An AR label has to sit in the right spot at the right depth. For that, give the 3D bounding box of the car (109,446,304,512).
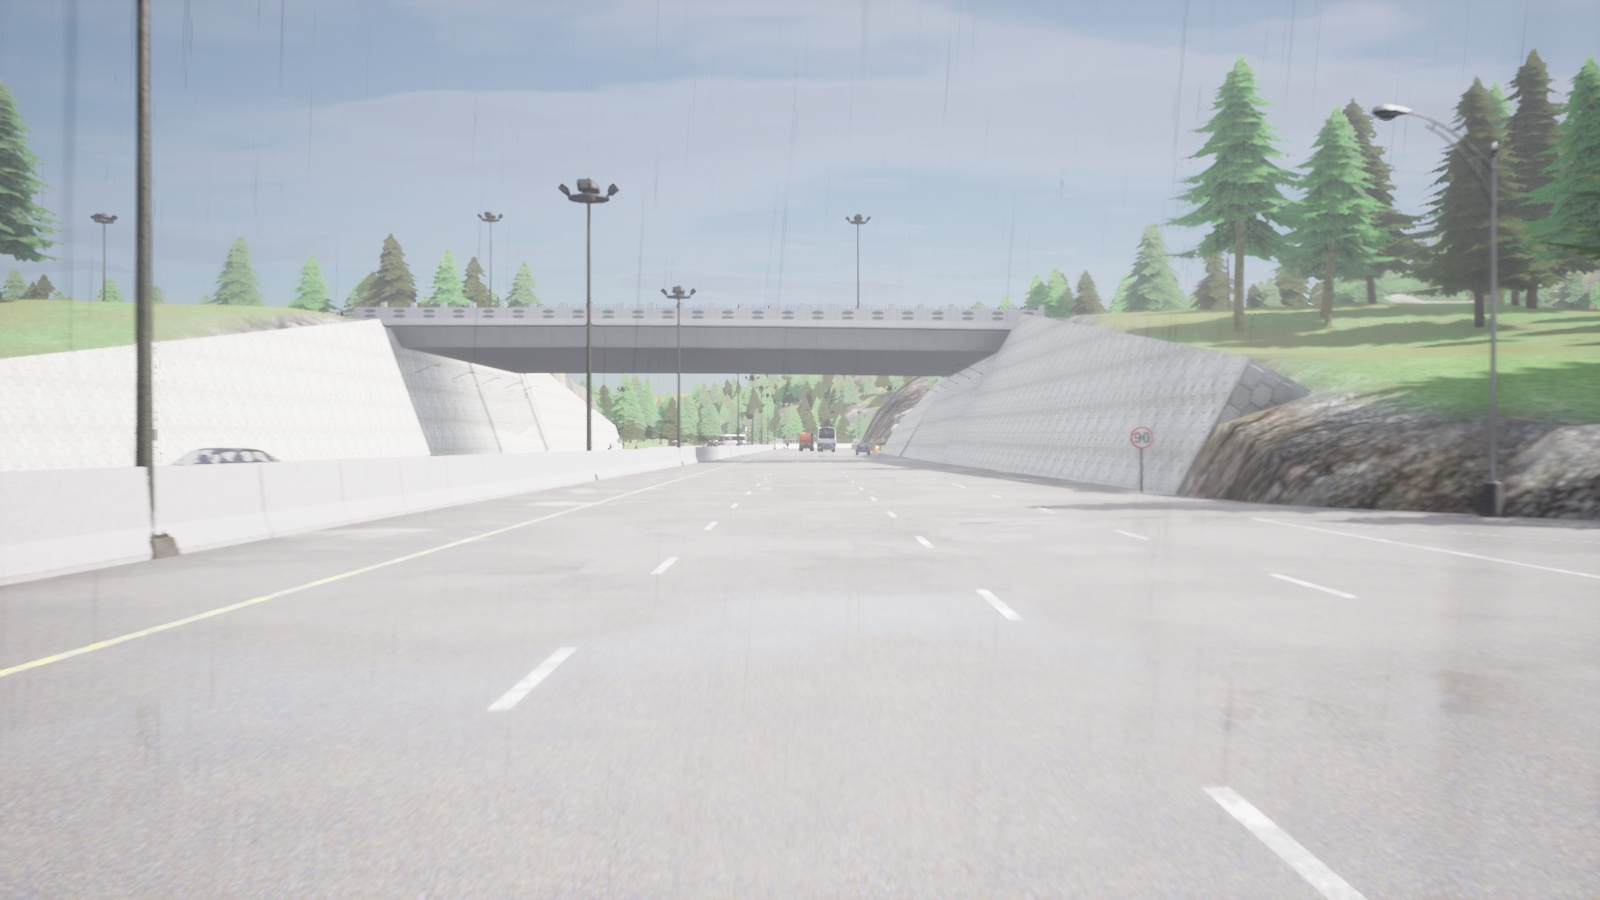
[{"bbox_3d":[-13.816,0.619,29.665,2.033,1.411,5.357,0,0,0],"label":"car"}]
